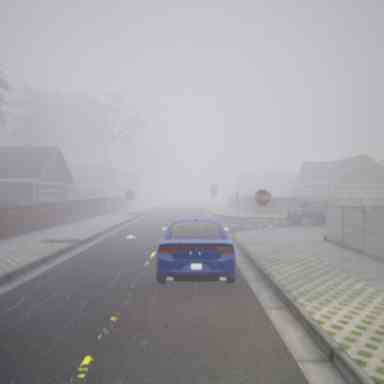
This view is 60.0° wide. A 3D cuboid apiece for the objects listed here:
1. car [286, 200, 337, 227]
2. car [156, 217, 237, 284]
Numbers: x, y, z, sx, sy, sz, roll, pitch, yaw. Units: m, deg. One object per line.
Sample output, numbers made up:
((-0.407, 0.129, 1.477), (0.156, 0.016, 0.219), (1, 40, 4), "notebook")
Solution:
((8.541, 1.308, 21.423), (4.553, 1.767, 2.097), (0, 0, -5), "car")
((0.103, 1.458, 9.576), (1.882, 1.535, 5.008), (0, 0, 0), "car")
